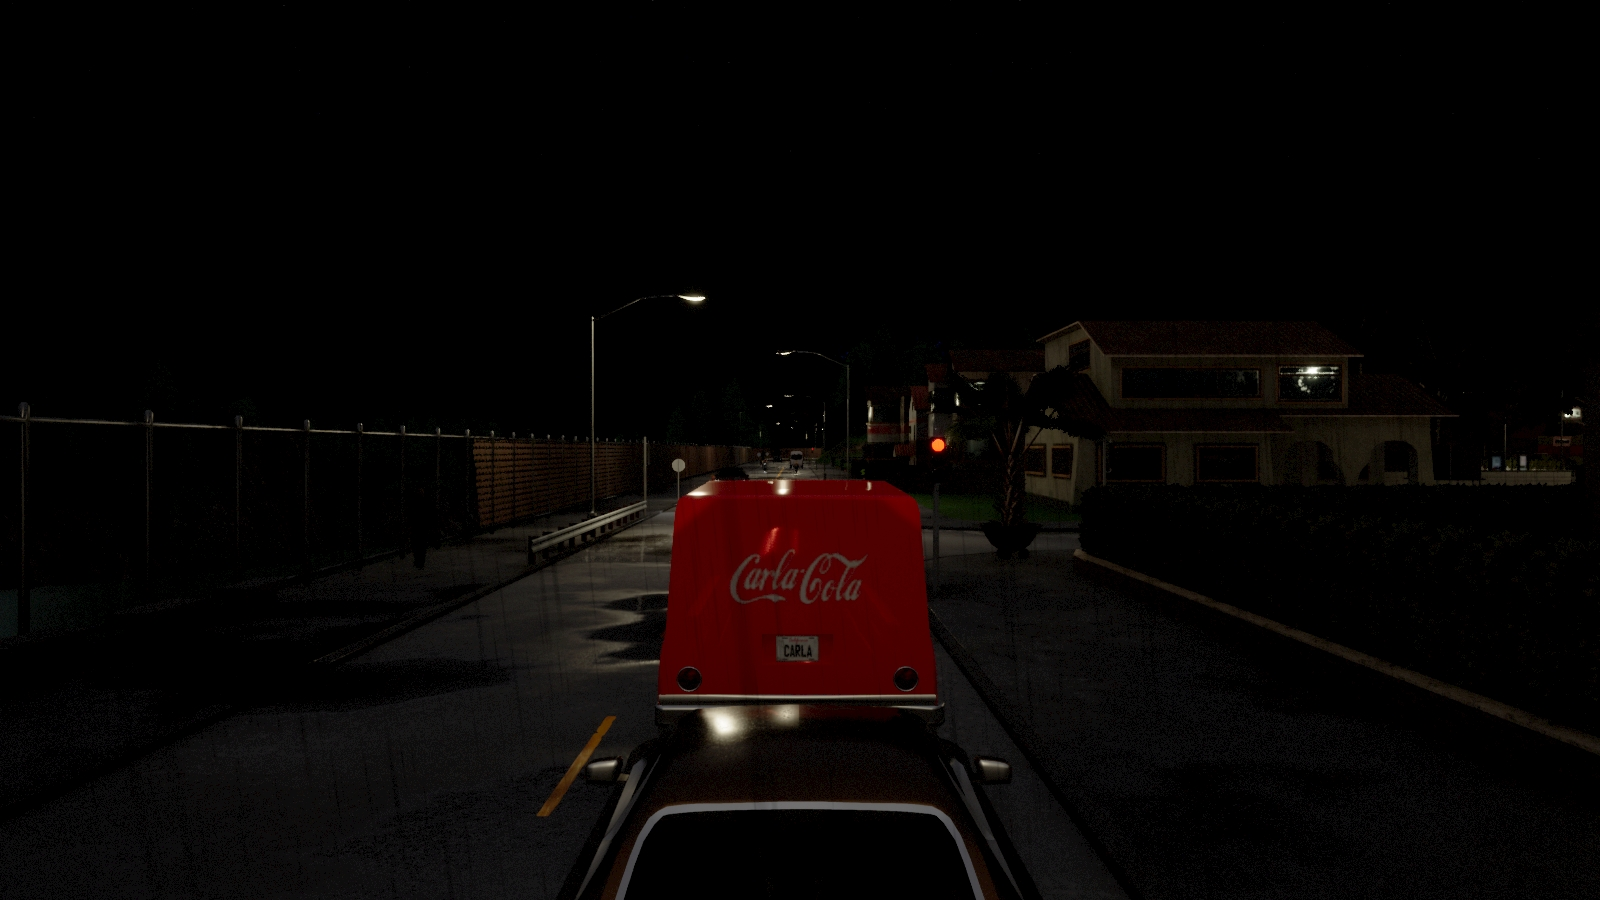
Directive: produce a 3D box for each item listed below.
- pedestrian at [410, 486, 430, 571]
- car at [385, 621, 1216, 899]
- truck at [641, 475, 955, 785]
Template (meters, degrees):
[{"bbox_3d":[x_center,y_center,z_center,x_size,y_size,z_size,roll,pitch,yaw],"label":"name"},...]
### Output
[{"bbox_3d":[-8.430,1.735,25.352,0.375,1.860,0.375,0,0,-9],"label":"pedestrian"},{"bbox_3d":[-0.006,1.989,5.238,2.152,1.651,5.027,0,0,0],"label":"car"},{"bbox_3d":[-0.025,1.564,12.158,2.627,2.467,5.204,0,0,0],"label":"truck"}]
